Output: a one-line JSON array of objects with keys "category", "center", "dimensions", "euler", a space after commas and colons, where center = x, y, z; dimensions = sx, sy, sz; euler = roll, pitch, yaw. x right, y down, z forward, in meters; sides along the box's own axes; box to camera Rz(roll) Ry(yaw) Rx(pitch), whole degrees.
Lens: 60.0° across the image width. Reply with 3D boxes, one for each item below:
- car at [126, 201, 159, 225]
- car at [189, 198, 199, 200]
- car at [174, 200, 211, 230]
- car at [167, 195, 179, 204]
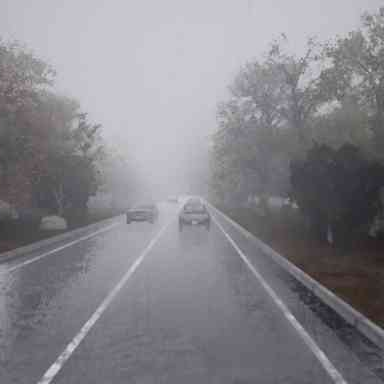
[{"category": "car", "center": [-3.480, 1.475, 24.099], "dimensions": [1.837, 1.490, 4.892], "euler": [0, 0, 1]}, {"category": "car", "center": [0.209, 1.493, 41.737], "dimensions": [2.033, 1.411, 5.357], "euler": [0, 0, 0]}, {"category": "car", "center": [0.153, 1.467, 20.689], "dimensions": [2.128, 1.511, 4.902], "euler": [0, 0, 0]}, {"category": "car", "center": [-3.382, 1.348, 58.867], "dimensions": [1.882, 1.535, 5.008], "euler": [0, 0, 1]}]
